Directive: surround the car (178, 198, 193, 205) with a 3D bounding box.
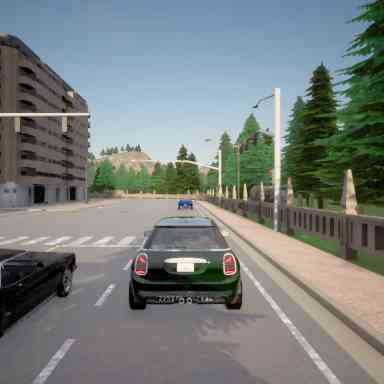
[{"bbox_3d":[-0.878,1.478,44.274,1.882,1.535,5.008,0,0,-1],"label":"car"}]

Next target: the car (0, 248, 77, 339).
[{"bbox_3d":[-3.545,1.601,5.618,1.895,1.301,4.718,0,0,-1],"label":"car"}]

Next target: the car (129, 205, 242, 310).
[{"bbox_3d":[-0.130,1.352,7.990,2.097,1.767,4.553,0,0,0],"label":"car"}]
